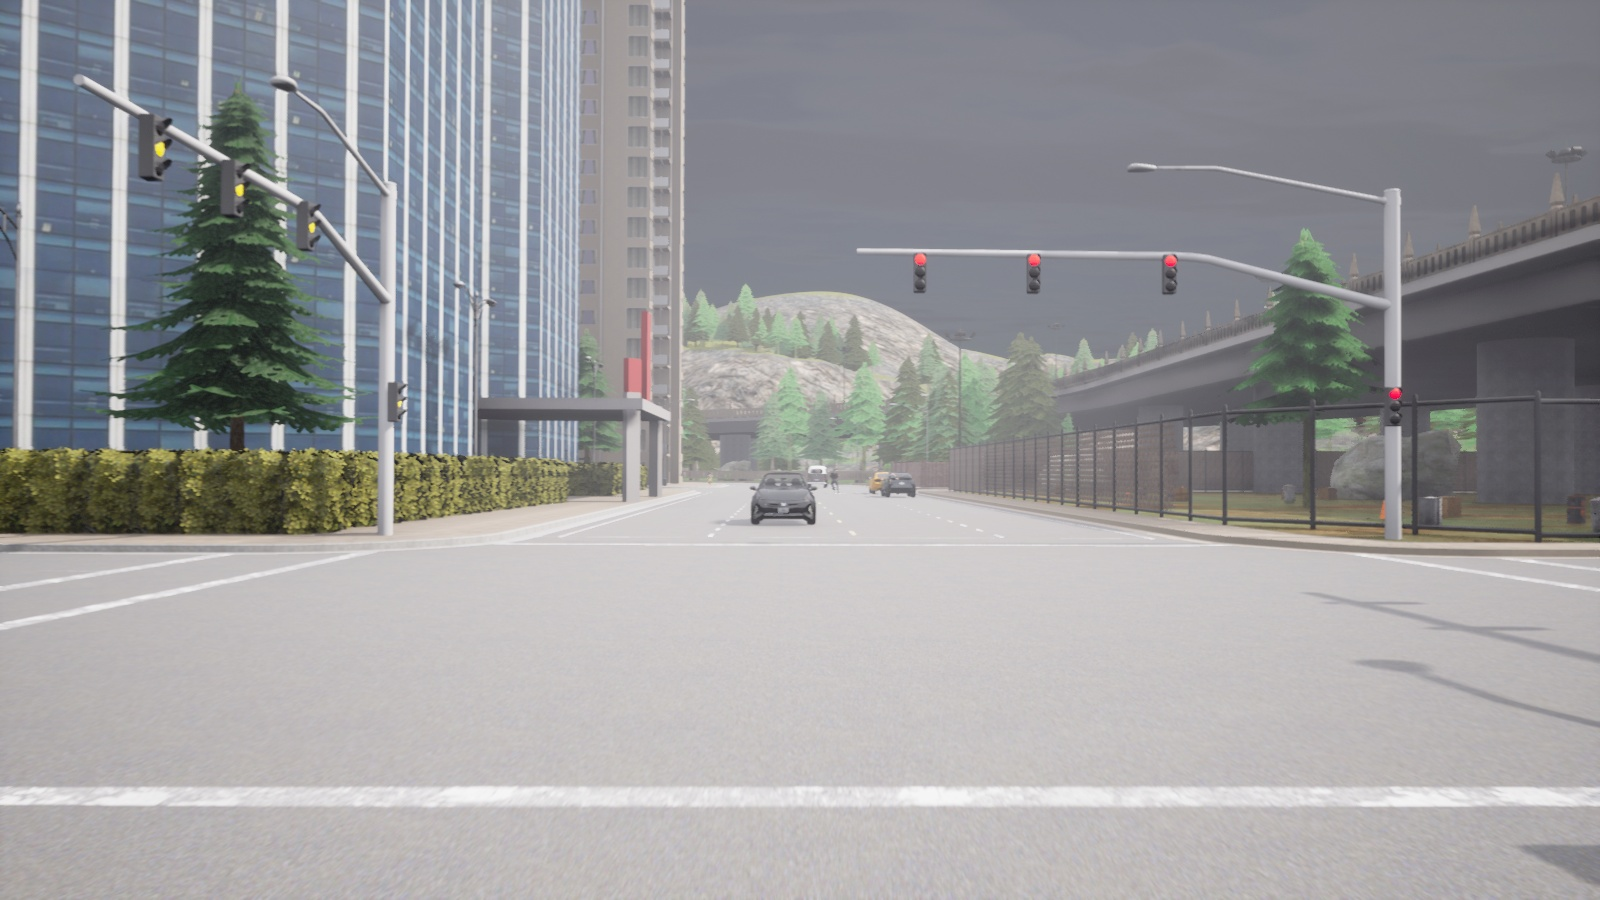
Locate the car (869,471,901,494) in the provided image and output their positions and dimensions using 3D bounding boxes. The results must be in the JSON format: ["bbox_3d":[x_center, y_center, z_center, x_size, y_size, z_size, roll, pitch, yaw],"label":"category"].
[{"bbox_3d":[5.928,2.243,88.001,1.882,1.535,5.008,0,-1,-1],"label":"car"}]

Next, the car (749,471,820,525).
[{"bbox_3d":[-0.472,1.399,37.939,2.007,1.525,4.514,0,-1,-1],"label":"car"}]

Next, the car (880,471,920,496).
[{"bbox_3d":[6.062,2.024,76.786,2.007,1.525,4.514,0,-1,-1],"label":"car"}]
